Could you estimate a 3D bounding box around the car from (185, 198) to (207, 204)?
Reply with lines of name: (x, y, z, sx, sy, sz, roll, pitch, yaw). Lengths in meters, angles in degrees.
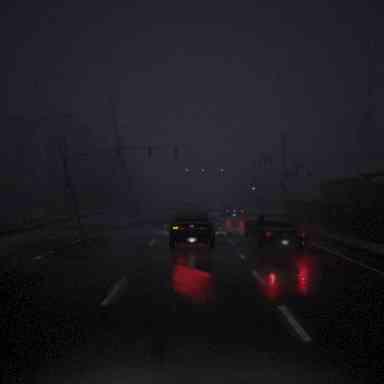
car: (0.000, 1.561, 29.650, 2.033, 1.411, 5.357, 0, 0, 0)

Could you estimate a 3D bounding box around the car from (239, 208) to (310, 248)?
car: (3.500, 1.614, 14.680, 1.895, 1.301, 4.718, 0, 0, 0)

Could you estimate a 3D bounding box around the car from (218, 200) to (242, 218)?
car: (3.500, 1.615, 29.680, 1.895, 1.301, 4.718, 0, 0, 0)

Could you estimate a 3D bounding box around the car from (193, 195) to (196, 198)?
car: (2.927, 1.593, 92.375, 1.895, 1.301, 4.718, 0, 0, 31)

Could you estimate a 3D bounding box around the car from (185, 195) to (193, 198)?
car: (0.084, 1.533, 94.425, 2.033, 1.411, 5.357, 0, 0, 31)

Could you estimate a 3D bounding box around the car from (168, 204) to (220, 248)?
car: (0.000, 1.514, 14.650, 1.837, 1.490, 4.892, 0, 0, 0)

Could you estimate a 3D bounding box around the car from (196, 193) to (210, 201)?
car: (3.667, 1.207, 86.234, 2.150, 2.045, 5.566, 0, 0, 25)

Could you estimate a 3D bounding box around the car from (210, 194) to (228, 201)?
car: (6.887, 1.512, 84.866, 1.812, 1.442, 4.674, 0, 0, 25)
